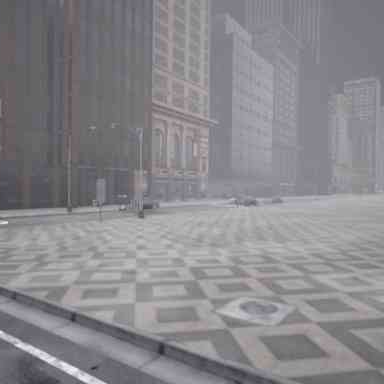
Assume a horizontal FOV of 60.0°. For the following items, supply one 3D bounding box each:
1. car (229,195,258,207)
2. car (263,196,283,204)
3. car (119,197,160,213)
[{"bbox_3d":[7.915,1.308,48.198,2.128,1.511,4.902,1,1,36],"label":"car"},{"bbox_3d":[13.794,1.319,56.600,2.033,1.411,5.357,1,1,35],"label":"car"},{"bbox_3d":[-5.434,1.324,34.788,2.128,1.511,4.902,1,1,35],"label":"car"}]
